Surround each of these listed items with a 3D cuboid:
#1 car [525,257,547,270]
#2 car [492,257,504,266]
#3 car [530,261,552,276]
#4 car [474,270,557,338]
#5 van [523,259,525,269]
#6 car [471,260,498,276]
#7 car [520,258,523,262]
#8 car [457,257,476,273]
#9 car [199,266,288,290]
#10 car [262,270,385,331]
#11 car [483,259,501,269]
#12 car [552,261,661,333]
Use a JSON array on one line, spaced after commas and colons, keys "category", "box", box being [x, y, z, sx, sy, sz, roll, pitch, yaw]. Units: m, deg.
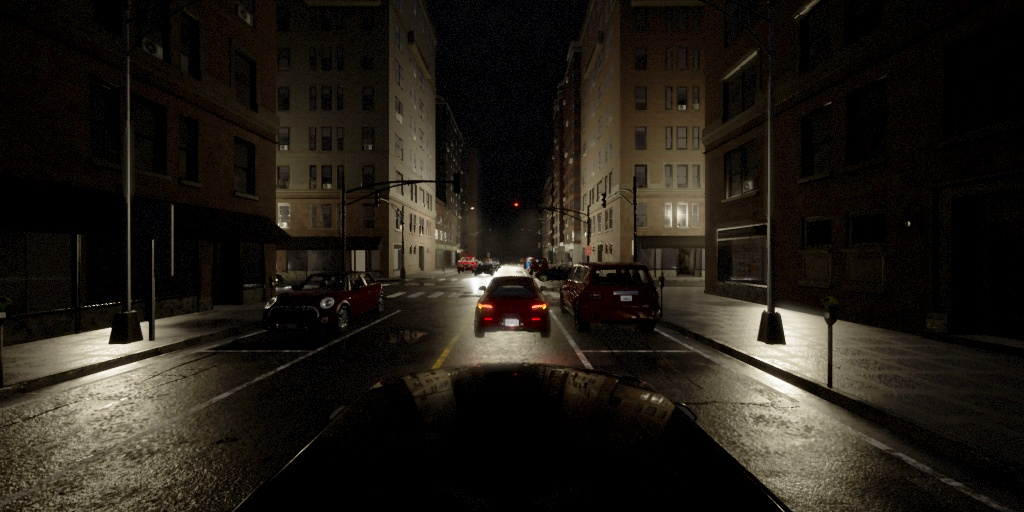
[{"category": "car", "box": [2.781, 1.063, 37.752, 2.192, 1.841, 5.009, 0, 0, 0]}, {"category": "car", "box": [-2.713, 1.293, 57.161, 2.033, 1.411, 5.357, 0, 0, 1]}, {"category": "car", "box": [3.844, 1.302, 27.225, 4.181, 1.385, 1.994, 0, 0, 20]}, {"category": "car", "box": [0.025, 1.276, 10.053, 1.812, 1.442, 4.674, 0, 0, 1]}, {"category": "van", "box": [2.797, 1.088, 48.760, 1.690, 1.789, 3.998, 0, 0, 0]}, {"category": "car", "box": [-2.769, 1.349, 36.672, 1.895, 1.301, 4.718, 0, 0, 0]}, {"category": "car", "box": [2.805, 1.061, 54.264, 2.192, 1.841, 5.009, 0, 0, 0]}, {"category": "car", "box": [-5.326, 1.062, 43.274, 2.192, 1.841, 5.009, 0, 0, 0]}, {"category": "car", "box": [-17.068, 1.362, 22.958, 4.181, 1.385, 1.994, 0, 0, 0]}, {"category": "car", "box": [-5.369, 1.190, 10.714, 1.967, 1.591, 4.097, 0, 0, 0]}, {"category": "car", "box": [-2.743, 1.348, 46.679, 1.895, 1.301, 4.718, 0, 0, 0]}, {"category": "car", "box": [2.656, 1.064, 10.696, 2.192, 1.841, 5.009, 0, 0, 0]}]
